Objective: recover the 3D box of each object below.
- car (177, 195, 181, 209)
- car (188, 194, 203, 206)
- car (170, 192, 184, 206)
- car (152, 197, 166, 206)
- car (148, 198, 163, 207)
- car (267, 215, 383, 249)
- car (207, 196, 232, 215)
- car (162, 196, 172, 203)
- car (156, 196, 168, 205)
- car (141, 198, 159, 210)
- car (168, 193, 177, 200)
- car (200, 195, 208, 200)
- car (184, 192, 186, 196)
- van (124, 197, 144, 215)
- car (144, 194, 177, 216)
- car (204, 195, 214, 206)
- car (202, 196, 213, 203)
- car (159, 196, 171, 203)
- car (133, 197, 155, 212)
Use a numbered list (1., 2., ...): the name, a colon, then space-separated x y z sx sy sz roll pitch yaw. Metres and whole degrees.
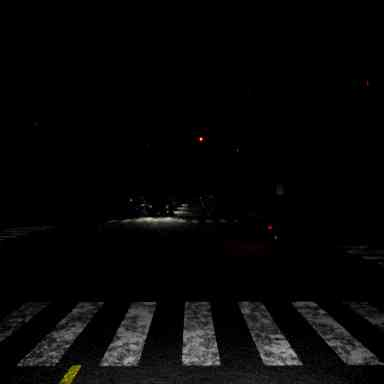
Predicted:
1. car: -2.837 1.484 42.008 1.882 1.535 5.008 0 0 1
2. car: 0.435 1.533 53.437 1.812 1.442 4.674 0 0 0
3. car: -2.767 1.229 52.135 2.150 2.045 5.566 0 0 1
4. car: -5.508 1.573 56.045 1.947 1.339 4.313 0 0 0
5. car: -5.544 1.589 50.377 1.802 1.307 4.206 0 0 0
6. car: 5.699 1.612 13.905 4.718 1.301 1.895 0 0 0
7. car: 2.874 1.445 33.320 1.967 1.590 4.097 0 0 0
8. car: -5.400 1.549 73.049 1.887 1.381 4.507 0 0 0
9. car: -5.473 1.532 61.543 1.752 1.417 4.829 0 0 0
10. car: -5.579 1.572 44.709 1.947 1.339 4.313 0 0 0
11. car: -5.292 1.314 90.054 2.192 1.841 5.009 0 0 0
12. car: 3.234 1.565 90.012 1.947 1.339 4.313 0 0 0
13. car: -2.661 1.359 62.361 2.097 1.767 4.553 0 0 1
14. van: -5.652 1.346 33.372 1.690 1.788 3.998 0 0 0
15. car: -2.942 1.356 32.070 2.097 1.767 4.553 0 0 2
16. car: 2.946 1.447 44.658 1.967 1.590 4.097 0 0 0
17. car: 3.090 1.557 67.335 2.008 1.369 4.403 0 0 0
18. car: -5.436 1.572 67.381 1.947 1.339 4.313 0 0 0
19. car: -5.616 1.446 39.040 1.967 1.590 4.097 0 0 0
